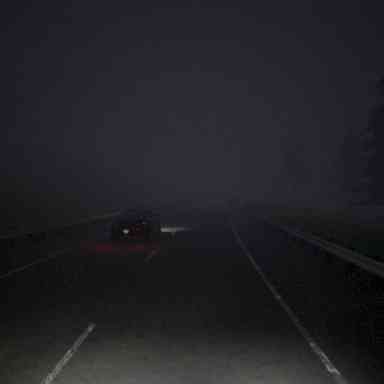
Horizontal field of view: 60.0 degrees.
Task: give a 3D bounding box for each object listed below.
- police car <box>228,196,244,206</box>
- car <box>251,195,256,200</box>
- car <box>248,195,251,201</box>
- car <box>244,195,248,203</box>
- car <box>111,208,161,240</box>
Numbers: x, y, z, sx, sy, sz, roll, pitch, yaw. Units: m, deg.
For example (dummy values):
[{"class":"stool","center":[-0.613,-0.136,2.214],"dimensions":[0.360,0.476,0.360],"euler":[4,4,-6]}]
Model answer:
[{"class":"police car","center":[7.710,1.588,59.862],"dimensions":[1.930,1.638,5.238],"euler":[0,0,12]},{"class":"car","center":[15.595,1.636,91.795],"dimensions":[2.128,1.511,4.902],"euler":[0,0,18]},{"class":"car","center":[11.495,1.711,74.931],"dimensions":[1.837,1.490,4.892],"euler":[0,0,16]},{"class":"car","center":[9.960,1.541,69.236],"dimensions":[2.097,1.767,4.553],"euler":[0,0,14]},{"class":"car","center":[-2.786,1.566,17.064],"dimensions":[1.812,1.442,4.674],"euler":[0,0,3]}]
